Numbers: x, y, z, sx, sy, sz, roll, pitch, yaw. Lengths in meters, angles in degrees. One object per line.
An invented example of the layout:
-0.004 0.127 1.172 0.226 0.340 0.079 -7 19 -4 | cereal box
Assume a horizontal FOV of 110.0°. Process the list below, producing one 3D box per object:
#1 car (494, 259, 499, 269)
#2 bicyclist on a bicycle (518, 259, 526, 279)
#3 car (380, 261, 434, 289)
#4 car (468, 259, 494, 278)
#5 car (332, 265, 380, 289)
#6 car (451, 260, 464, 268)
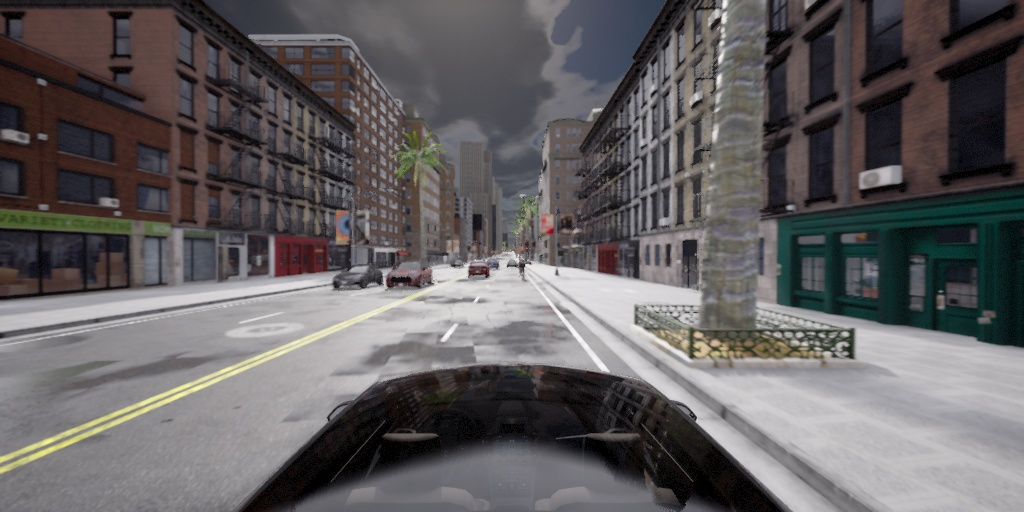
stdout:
-3.145 1.242 58.251 2.097 1.767 4.553 0 0 0 | car
0.897 1.161 30.583 0.659 1.776 1.843 0 0 0 | bicyclist on a bicycle
-6.594 1.125 23.508 2.097 1.767 4.553 0 0 0 | car
-3.147 1.281 35.282 1.882 1.535 5.008 0 0 0 | car
-9.854 1.298 23.362 1.812 1.442 4.674 0 0 0 | car
-9.764 1.419 64.247 1.837 1.490 4.892 0 0 1 | car
